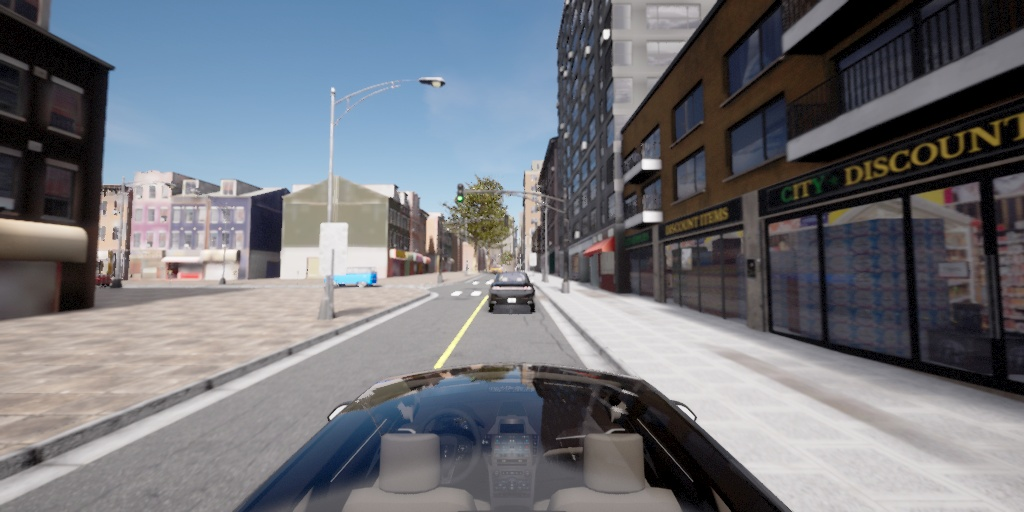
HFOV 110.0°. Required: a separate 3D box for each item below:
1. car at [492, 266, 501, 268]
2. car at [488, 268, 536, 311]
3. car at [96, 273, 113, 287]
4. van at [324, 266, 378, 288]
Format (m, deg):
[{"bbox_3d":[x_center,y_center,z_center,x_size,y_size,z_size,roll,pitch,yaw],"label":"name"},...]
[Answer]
[{"bbox_3d":[-2.828,2.455,63.605,1.882,1.535,5.008,0,-2,1],"label":"car"},{"bbox_3d":[0.017,1.423,15.395,2.128,1.511,4.902,0,-1,1],"label":"car"},{"bbox_3d":[-34.807,1.909,28.935,4.207,1.307,1.802,0,0,0],"label":"car"},{"bbox_3d":[-12.940,1.656,28.903,3.998,1.789,1.690,0,0,0],"label":"van"}]
